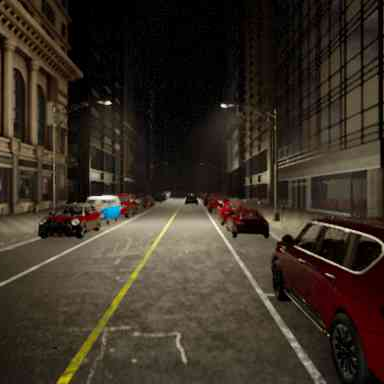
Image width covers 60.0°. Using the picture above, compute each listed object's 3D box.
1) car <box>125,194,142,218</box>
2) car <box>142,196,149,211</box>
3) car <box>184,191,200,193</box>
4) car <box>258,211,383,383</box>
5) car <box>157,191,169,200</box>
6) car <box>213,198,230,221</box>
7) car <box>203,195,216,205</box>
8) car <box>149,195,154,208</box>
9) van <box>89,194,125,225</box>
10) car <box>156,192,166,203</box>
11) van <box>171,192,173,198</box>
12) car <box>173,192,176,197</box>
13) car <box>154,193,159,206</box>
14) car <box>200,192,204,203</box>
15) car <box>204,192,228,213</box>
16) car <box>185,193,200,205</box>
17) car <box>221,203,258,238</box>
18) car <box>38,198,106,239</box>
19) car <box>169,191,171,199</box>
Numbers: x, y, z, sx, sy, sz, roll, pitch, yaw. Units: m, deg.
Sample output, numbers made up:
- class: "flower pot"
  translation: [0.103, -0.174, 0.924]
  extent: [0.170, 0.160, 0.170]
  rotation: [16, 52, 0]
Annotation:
- class: "car"
  translation: [-5.882, 1.097, 27.618]
  extent: [2.192, 1.841, 5.009]
  rotation: [1, 0, 0]
- class: "car"
  translation: [-5.891, 1.287, 33.245]
  extent: [2.008, 1.369, 4.403]
  rotation: [1, 0, 0]
- class: "car"
  translation: [-0.071, 1.017, 58.288]
  extent: [2.128, 1.511, 4.902]
  rotation: [0, 0, 0]
- class: "car"
  translation: [2.671, 1.276, 5.127]
  extent: [2.192, 1.841, 5.009]
  rotation: [1, 0, 0]
- class: "car"
  translation: [-5.922, 0.814, 61.365]
  extent: [2.192, 1.841, 5.009]
  rotation: [1, 0, 0]
- class: "car"
  translation: [2.649, 1.373, 22.003]
  extent: [1.887, 1.381, 4.507]
  rotation: [1, 0, 0]
- class: "car"
  translation: [2.614, 1.177, 50.124]
  extent: [1.802, 1.307, 4.206]
  rotation: [1, 0, 0]
- class: "car"
  translation: [-5.897, 1.234, 38.869]
  extent: [1.887, 1.381, 4.507]
  rotation: [1, 0, 0]
- class: "van"
  translation: [-5.875, 1.168, 21.994]
  extent: [1.690, 1.788, 3.998]
  rotation: [1, 0, 0]
- class: "car"
  translation: [-5.918, 1.091, 55.743]
  extent: [1.887, 1.381, 4.507]
  rotation: [1, 0, 0]
- class: "van"
  translation: [-5.943, 0.697, 78.239]
  extent: [1.690, 1.788, 3.998]
  rotation: [1, 0, 0]
- class: "car"
  translation: [-5.960, 0.827, 89.489]
  extent: [1.947, 1.339, 4.313]
  rotation: [1, 0, 0]
- class: "car"
  translation: [-5.904, 1.169, 44.324]
  extent: [1.752, 1.417, 4.829]
  rotation: [1, 0, 0]
- class: "car"
  translation: [2.624, 0.958, 44.498]
  extent: [2.192, 1.841, 5.009]
  rotation: [1, 0, 0]
- class: "car"
  translation: [2.638, 1.052, 33.249]
  extent: [2.192, 1.841, 5.009]
  rotation: [1, 0, 0]
- class: "car"
  translation: [-0.059, 1.174, 48.287]
  extent: [1.994, 1.385, 4.181]
  rotation: [0, 0, 0]
- class: "car"
  translation: [2.655, 1.455, 16.379]
  extent: [1.802, 1.307, 4.206]
  rotation: [1, 0, 0]
- class: "car"
  translation: [-5.869, 1.313, 16.370]
  extent: [1.967, 1.590, 4.097]
  rotation: [1, 0, 0]
- class: "car"
  translation: [-5.932, 1.002, 66.991]
  extent: [2.008, 1.369, 4.403]
  rotation: [1, 0, 0]
